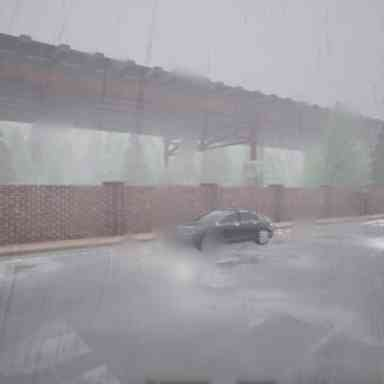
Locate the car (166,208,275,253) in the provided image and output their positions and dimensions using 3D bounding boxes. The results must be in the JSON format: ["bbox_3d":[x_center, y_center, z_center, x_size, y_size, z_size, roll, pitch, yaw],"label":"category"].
[{"bbox_3d":[1.262,1.444,13.481,4.892,1.490,1.837,0,0,-35],"label":"car"}]
